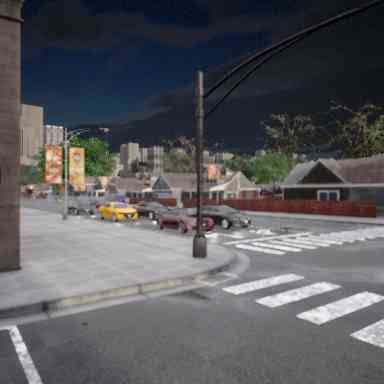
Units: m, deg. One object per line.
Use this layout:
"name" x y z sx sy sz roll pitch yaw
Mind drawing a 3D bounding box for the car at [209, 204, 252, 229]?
"car" 1.932 1.615 22.474 1.837 1.490 4.892 0 0 -36

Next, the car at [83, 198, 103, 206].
"car" -18.779 1.925 62.880 2.033 1.411 5.357 0 0 -35

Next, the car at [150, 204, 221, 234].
"car" -0.488 1.670 20.270 1.994 1.385 4.181 0 0 -35

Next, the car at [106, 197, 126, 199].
"car" -9.640 1.710 38.717 1.882 1.535 5.008 0 0 -35

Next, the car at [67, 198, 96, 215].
"car" -12.452 1.738 37.065 1.837 1.490 4.892 0 0 -35

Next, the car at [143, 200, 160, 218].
"car" -3.654 1.675 30.306 1.837 1.490 4.892 0 0 -36

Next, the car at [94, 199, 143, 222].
"car" -6.445 1.648 28.642 1.882 1.535 5.008 0 0 -36

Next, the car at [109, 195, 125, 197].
"car" -12.618 1.541 54.408 2.150 2.045 5.566 0 0 -36

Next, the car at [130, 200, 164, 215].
"car" -5.311 1.723 38.570 1.837 1.490 4.892 0 0 -35

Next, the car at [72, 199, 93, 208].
"car" -19.088 1.903 57.866 2.033 1.411 5.357 0 0 -34
